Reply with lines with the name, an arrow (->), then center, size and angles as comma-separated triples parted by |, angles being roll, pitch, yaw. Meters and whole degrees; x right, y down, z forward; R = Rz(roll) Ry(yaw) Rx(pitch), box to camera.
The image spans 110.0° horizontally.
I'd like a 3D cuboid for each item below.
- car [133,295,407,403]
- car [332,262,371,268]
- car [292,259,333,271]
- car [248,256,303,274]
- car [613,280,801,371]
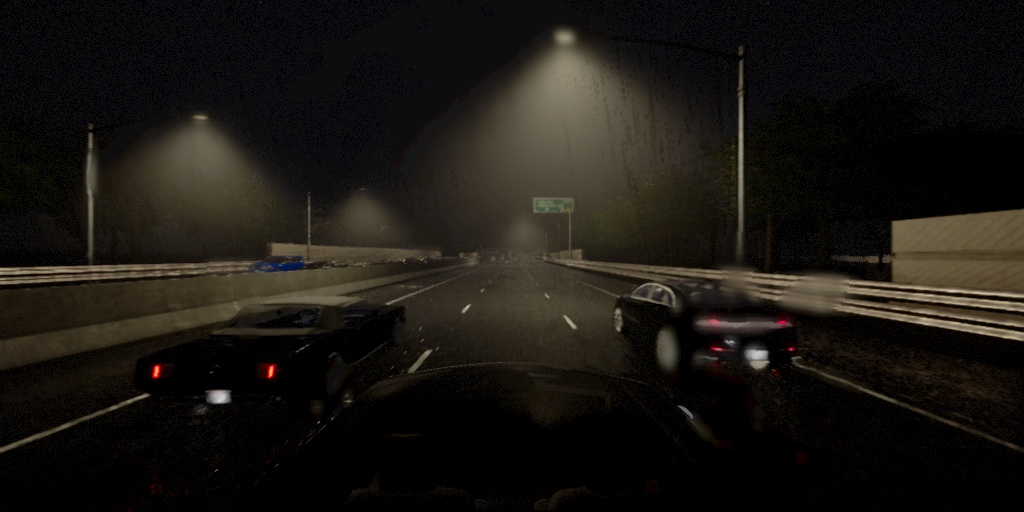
car -> -3.398, 1.355, 6.386 | 1.895, 1.301, 4.718 | 0, 0, 0
car -> -14.023, 1.358, 32.677 | 1.895, 1.301, 4.718 | 0, 0, 1
car -> -17.518, 1.260, 32.805 | 1.837, 1.490, 4.892 | 0, 1, 1
car -> -21.021, 0.979, 32.473 | 2.150, 2.045, 5.566 | 0, 0, 1
car -> 3.602, 1.246, 7.690 | 2.128, 1.511, 4.902 | 0, 0, 0
